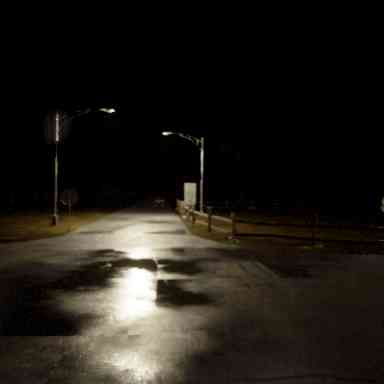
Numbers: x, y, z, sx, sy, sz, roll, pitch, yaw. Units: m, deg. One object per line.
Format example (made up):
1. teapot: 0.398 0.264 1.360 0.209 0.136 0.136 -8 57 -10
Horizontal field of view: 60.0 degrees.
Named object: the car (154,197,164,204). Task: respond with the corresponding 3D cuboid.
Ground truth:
1. car: -6.339 1.701 64.723 1.895 1.301 4.718 1 0 -5
